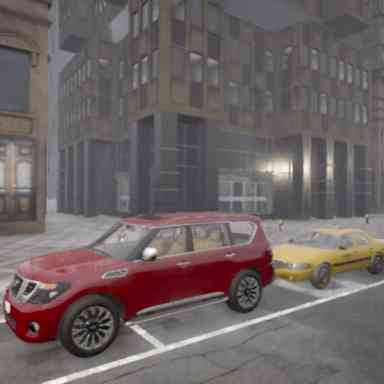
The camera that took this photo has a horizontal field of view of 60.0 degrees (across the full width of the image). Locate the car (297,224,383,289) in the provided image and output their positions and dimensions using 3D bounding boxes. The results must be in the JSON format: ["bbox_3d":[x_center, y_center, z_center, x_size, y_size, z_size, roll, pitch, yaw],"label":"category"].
[{"bbox_3d":[3.853,1.612,9.397,4.829,1.417,1.752,1,0,-36],"label":"car"}]

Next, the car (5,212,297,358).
[{"bbox_3d":[-0.580,1.347,6.234,5.009,1.841,2.192,1,0,-36],"label":"car"}]
